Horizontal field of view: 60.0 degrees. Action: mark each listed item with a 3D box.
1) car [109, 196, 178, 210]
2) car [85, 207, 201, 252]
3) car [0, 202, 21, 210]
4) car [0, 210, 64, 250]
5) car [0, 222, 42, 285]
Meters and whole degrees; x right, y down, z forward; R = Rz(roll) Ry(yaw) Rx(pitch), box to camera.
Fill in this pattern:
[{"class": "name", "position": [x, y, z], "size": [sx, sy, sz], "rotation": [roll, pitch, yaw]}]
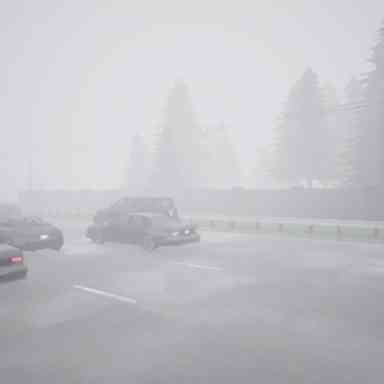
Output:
[{"class": "car", "position": [-3.282, 1.267, 19.210], "size": [5.566, 2.045, 2.150], "rotation": [0, 0, 36]}, {"class": "car", "position": [-2.218, 1.581, 14.129], "size": [5.357, 1.411, 2.033], "rotation": [0, 0, 36]}, {"class": "car", "position": [-16.611, 1.606, 28.715], "size": [4.892, 1.490, 1.837], "rotation": [0, 0, 36]}, {"class": "car", "position": [-7.004, 1.609, 13.263], "size": [4.181, 1.385, 1.994], "rotation": [0, 0, 36]}, {"class": "car", "position": [-6.283, 1.581, 8.430], "size": [5.357, 1.411, 2.033], "rotation": [0, 0, 36]}]
